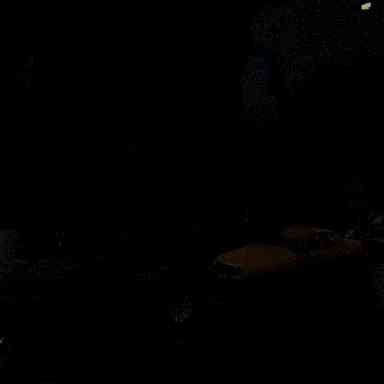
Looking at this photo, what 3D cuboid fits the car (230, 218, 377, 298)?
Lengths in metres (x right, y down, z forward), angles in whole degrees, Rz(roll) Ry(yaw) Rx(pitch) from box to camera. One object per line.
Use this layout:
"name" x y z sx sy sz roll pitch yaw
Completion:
"car" 2.589 1.525 8.512 4.829 1.417 1.752 0 0 -36

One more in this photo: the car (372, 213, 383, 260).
"car" 7.148 1.440 11.777 4.097 1.590 1.967 0 0 -36

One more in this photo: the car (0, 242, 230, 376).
"car" -1.693 1.566 5.444 4.313 1.339 1.947 0 0 -36
